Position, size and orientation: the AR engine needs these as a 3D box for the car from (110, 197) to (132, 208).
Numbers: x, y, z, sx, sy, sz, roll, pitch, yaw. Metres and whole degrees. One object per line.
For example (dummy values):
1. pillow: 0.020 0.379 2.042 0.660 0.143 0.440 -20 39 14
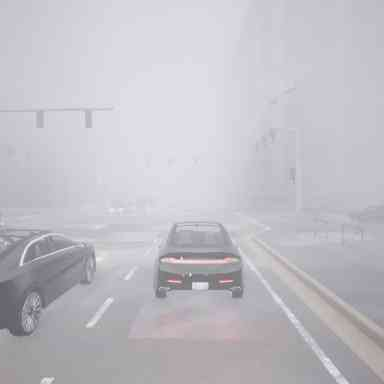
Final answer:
1. car: -10.249 1.564 47.117 1.994 1.385 4.181 0 0 0

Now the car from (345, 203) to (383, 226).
1. car: 13.166 1.545 22.225 4.718 1.301 1.895 0 0 0

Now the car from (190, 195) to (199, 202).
1. car: 0.568 1.593 76.374 1.895 1.301 4.718 0 0 0

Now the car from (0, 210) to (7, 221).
1. car: -10.770 1.588 17.398 1.895 1.301 4.718 0 0 -31

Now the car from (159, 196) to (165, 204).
1. car: -6.631 1.492 59.649 2.128 1.511 4.902 0 0 1

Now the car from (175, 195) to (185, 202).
1. car: -2.937 1.497 75.743 1.837 1.490 4.892 0 0 0

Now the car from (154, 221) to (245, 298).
1. car: 0.139 1.492 8.467 2.128 1.511 4.902 0 0 0

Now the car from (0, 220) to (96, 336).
1. car: -3.396 1.492 6.649 2.128 1.511 4.902 0 0 1

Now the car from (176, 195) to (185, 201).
1. car: -2.864 1.523 85.445 2.033 1.411 5.357 0 0 0

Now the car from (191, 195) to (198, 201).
1. car: 0.636 1.461 85.419 1.882 1.535 5.008 0 0 0

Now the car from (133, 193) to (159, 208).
1. car: -6.721 1.221 49.435 2.150 2.045 5.566 0 0 2

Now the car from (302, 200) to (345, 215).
1. car: 13.456 1.492 32.929 5.357 1.411 2.033 0 0 0
